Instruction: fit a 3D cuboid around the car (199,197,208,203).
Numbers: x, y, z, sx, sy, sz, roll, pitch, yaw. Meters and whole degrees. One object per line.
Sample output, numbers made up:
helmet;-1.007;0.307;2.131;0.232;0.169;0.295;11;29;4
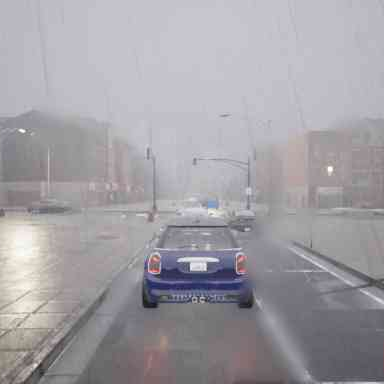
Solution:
car;2.780;1.982;82.117;1.887;1.381;4.507;-1;-1;0

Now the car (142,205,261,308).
car;0.114;1.355;8.058;2.097;1.767;4.553;0;0;0

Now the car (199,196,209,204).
car;2.767;1.824;76.828;1.967;1.590;4.097;-1;-1;0

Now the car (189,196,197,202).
car;0.167;1.845;85.454;2.033;1.411;5.357;0;-1;0

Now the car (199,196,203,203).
car;2.725;1.516;55.669;2.192;1.841;5.009;-1;0;0

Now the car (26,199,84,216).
car;-12.387;1.414;30.207;4.902;1.511;2.128;1;1;0

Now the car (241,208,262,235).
car;2.661;1.572;18.128;2.008;1.369;4.403;-1;0;0

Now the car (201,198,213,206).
car;2.740;1.793;60.956;2.008;1.369;4.403;-1;-1;0

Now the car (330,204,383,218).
car;16.394;1.866;33.049;4.718;1.301;1.895;1;1;0

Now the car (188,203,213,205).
car;0.164;1.546;17.878;1.812;1.442;4.674;0;0;1

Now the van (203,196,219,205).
van;2.706;1.474;45.087;1.690;1.788;3.998;-1;0;0

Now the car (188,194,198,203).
car;0.147;1.583;75.065;2.150;2.045;5.566;0;-1;0

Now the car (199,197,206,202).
car;2.800;2.138;92.696;1.802;1.307;4.206;-2;-1;0
